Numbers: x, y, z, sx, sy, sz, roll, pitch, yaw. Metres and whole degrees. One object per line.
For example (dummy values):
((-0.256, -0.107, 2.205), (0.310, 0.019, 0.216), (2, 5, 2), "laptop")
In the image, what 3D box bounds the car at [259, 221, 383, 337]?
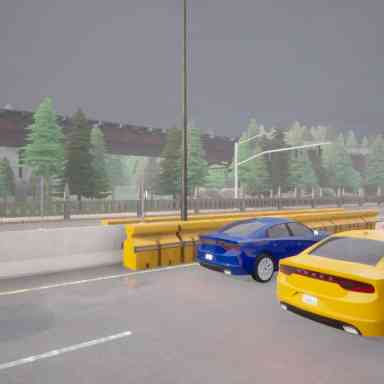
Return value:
((3.799, 1.478, 6.464), (5.008, 1.535, 1.882), (0, 0, -35), "car")

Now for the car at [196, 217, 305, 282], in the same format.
((2.438, 1.478, 9.793), (5.008, 1.535, 1.882), (0, 0, -36), "car")
